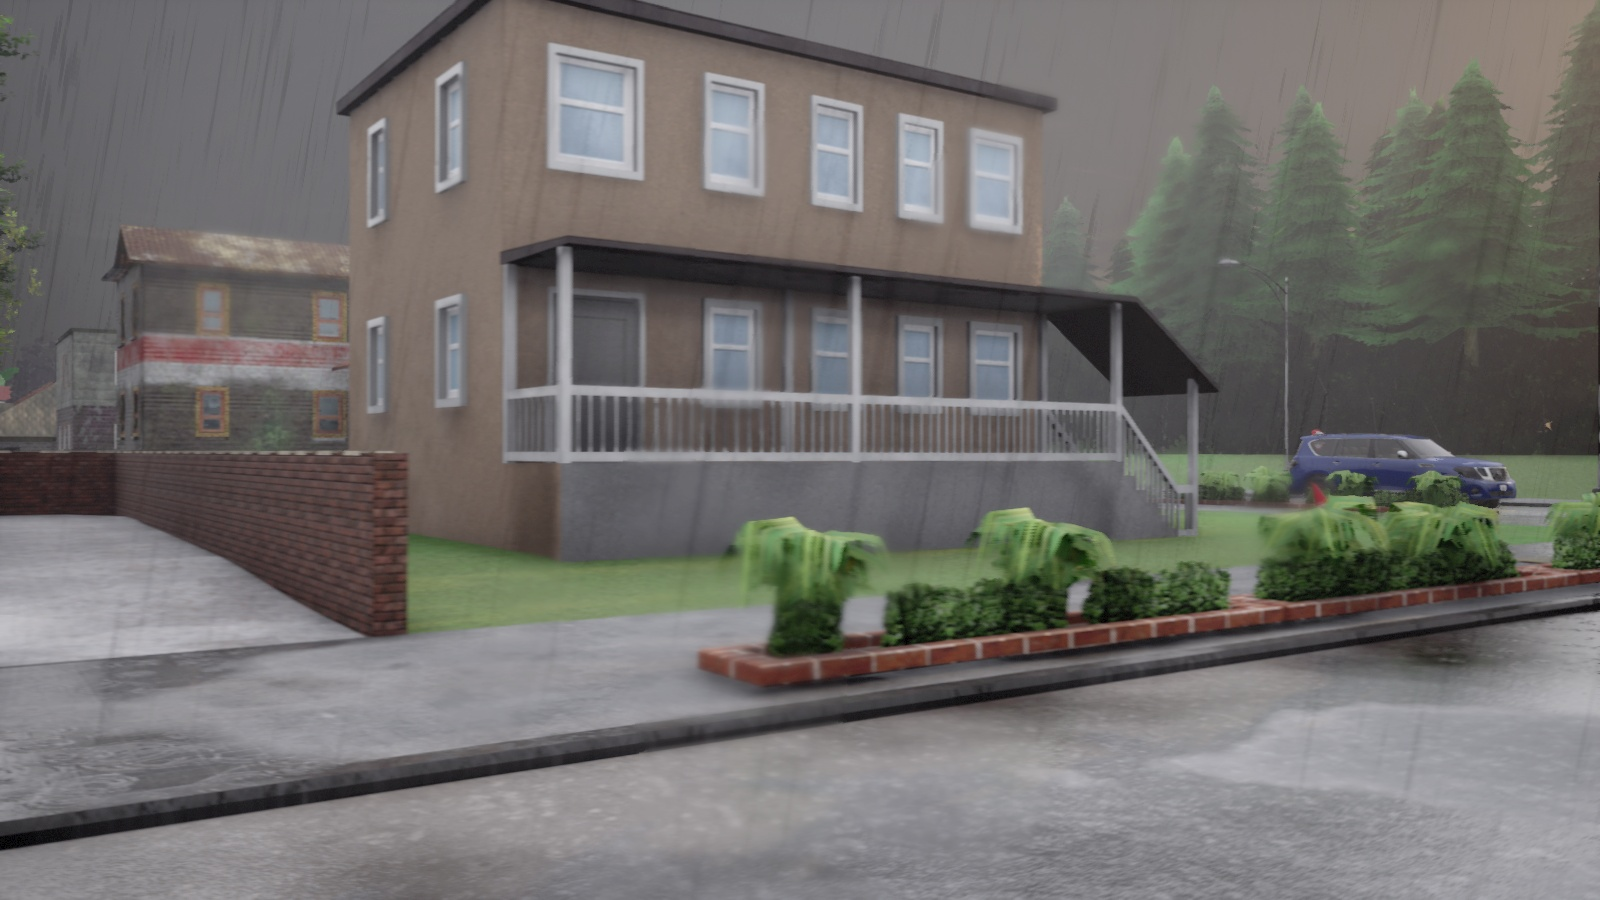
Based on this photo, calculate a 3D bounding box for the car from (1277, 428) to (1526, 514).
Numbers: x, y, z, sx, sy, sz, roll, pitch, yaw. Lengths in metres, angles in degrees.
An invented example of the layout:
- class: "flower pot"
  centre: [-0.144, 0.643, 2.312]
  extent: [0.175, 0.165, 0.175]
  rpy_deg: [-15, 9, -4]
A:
- class: "car"
  centre: [15.676, 0.512, 33.053]
  extent: [2.150, 2.045, 5.566]
  rpy_deg: [0, 0, -35]
